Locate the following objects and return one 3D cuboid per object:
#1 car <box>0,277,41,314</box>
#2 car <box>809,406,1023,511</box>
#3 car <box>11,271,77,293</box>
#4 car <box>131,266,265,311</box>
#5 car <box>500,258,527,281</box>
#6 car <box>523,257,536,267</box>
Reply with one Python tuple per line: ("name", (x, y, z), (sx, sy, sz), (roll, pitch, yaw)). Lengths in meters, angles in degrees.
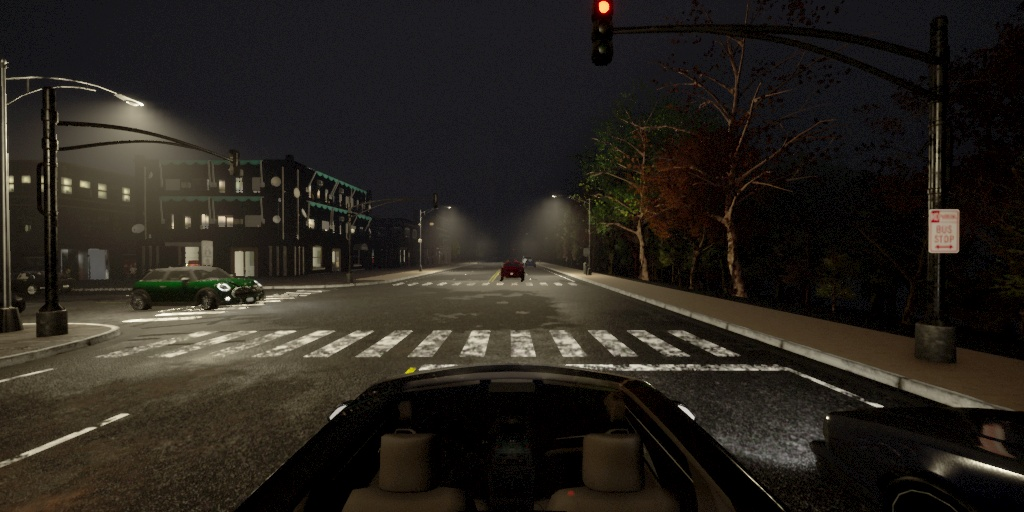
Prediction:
("car", (-19.969, 1.564, 12.526), (4.313, 1.339, 1.948), (0, 0, 0))
("car", (3.353, 1.298, 0.412), (2.033, 1.411, 5.357), (0, 0, 0))
("car", (-28.319, 1.558, 21.022), (4.403, 1.370, 2.007), (0, 0, 0))
("car", (-12.795, 1.222, 14.746), (4.553, 1.767, 2.097), (-1, 0, 7))
("car", (0.041, 1.217, 30.305), (1.882, 1.535, 5.008), (0, 0, 1))
("car", (3.229, 1.270, 63.193), (2.033, 1.411, 5.357), (0, 0, 0))
